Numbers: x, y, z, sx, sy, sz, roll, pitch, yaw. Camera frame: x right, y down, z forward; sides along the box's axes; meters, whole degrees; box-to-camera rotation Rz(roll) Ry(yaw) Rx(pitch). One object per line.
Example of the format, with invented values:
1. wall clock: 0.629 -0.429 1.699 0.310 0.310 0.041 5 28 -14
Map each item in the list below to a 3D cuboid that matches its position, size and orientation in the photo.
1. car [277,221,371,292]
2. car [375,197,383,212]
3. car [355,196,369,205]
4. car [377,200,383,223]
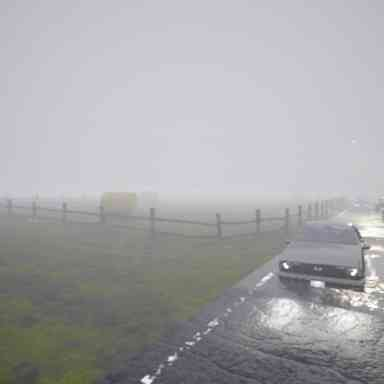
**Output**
1. car: 3.876 1.549 9.363 2.033 1.411 5.357 0 0 28
2. car: 22.463 1.363 38.523 2.097 1.767 4.553 0 0 28
3. car: 31.254 1.511 61.161 1.837 1.490 4.892 0 0 28
4. car: 15.421 1.558 25.119 2.033 1.411 5.357 0 0 28
